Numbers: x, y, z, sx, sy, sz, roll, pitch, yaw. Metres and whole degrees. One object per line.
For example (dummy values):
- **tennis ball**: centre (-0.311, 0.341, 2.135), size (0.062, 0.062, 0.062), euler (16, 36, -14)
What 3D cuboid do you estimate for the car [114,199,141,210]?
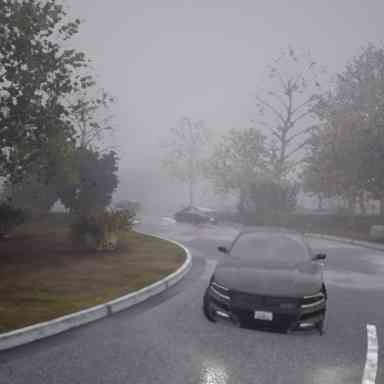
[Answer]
- **car**: centre (-9.145, 1.775, 45.974), size (4.892, 1.490, 1.837), euler (0, -3, 40)

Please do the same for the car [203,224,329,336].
- **car**: centre (1.696, 1.517, 7.152), size (1.882, 1.535, 5.008), euler (2, 0, 16)

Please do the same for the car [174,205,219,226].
- **car**: centre (0.305, 1.715, 24.908), size (1.812, 1.442, 4.674), euler (1, -1, -28)
